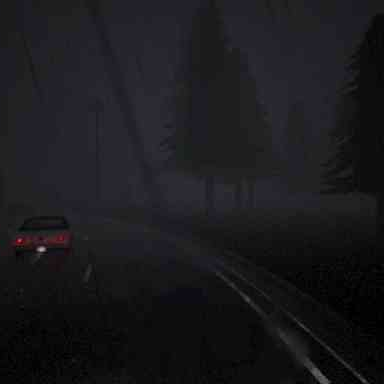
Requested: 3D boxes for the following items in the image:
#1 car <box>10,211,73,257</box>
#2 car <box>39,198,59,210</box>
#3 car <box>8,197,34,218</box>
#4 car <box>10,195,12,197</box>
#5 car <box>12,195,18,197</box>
[{"bbox_3d":[-5.764,1.624,13.254,1.895,1.301,4.718,0,0,-19],"label":"car"},{"bbox_3d":[-19.388,1.604,45.008,1.812,1.442,4.674,0,0,-33],"label":"car"},{"bbox_3d":[-16.364,1.551,31.832,1.882,1.535,5.008,0,0,-33],"label":"car"},{"bbox_3d":[-39.659,1.519,73.899,2.097,1.767,4.553,0,0,-33],"label":"car"},{"bbox_3d":[-31.742,1.578,61.739,1.895,1.301,4.718,0,0,-33],"label":"car"}]
